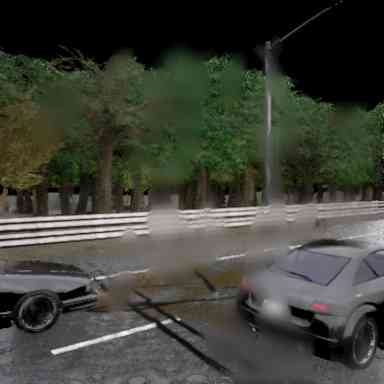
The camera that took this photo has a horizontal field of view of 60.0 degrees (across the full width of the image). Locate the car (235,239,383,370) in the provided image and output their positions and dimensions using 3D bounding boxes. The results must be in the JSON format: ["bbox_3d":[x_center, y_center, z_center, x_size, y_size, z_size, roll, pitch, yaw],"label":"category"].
[{"bbox_3d":[2.750,1.531,5.709,4.181,1.385,1.994,0,0,-36],"label":"car"}]

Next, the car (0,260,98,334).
[{"bbox_3d":[-4.281,1.551,4.993,5.357,1.411,2.033,0,0,-35],"label":"car"}]
